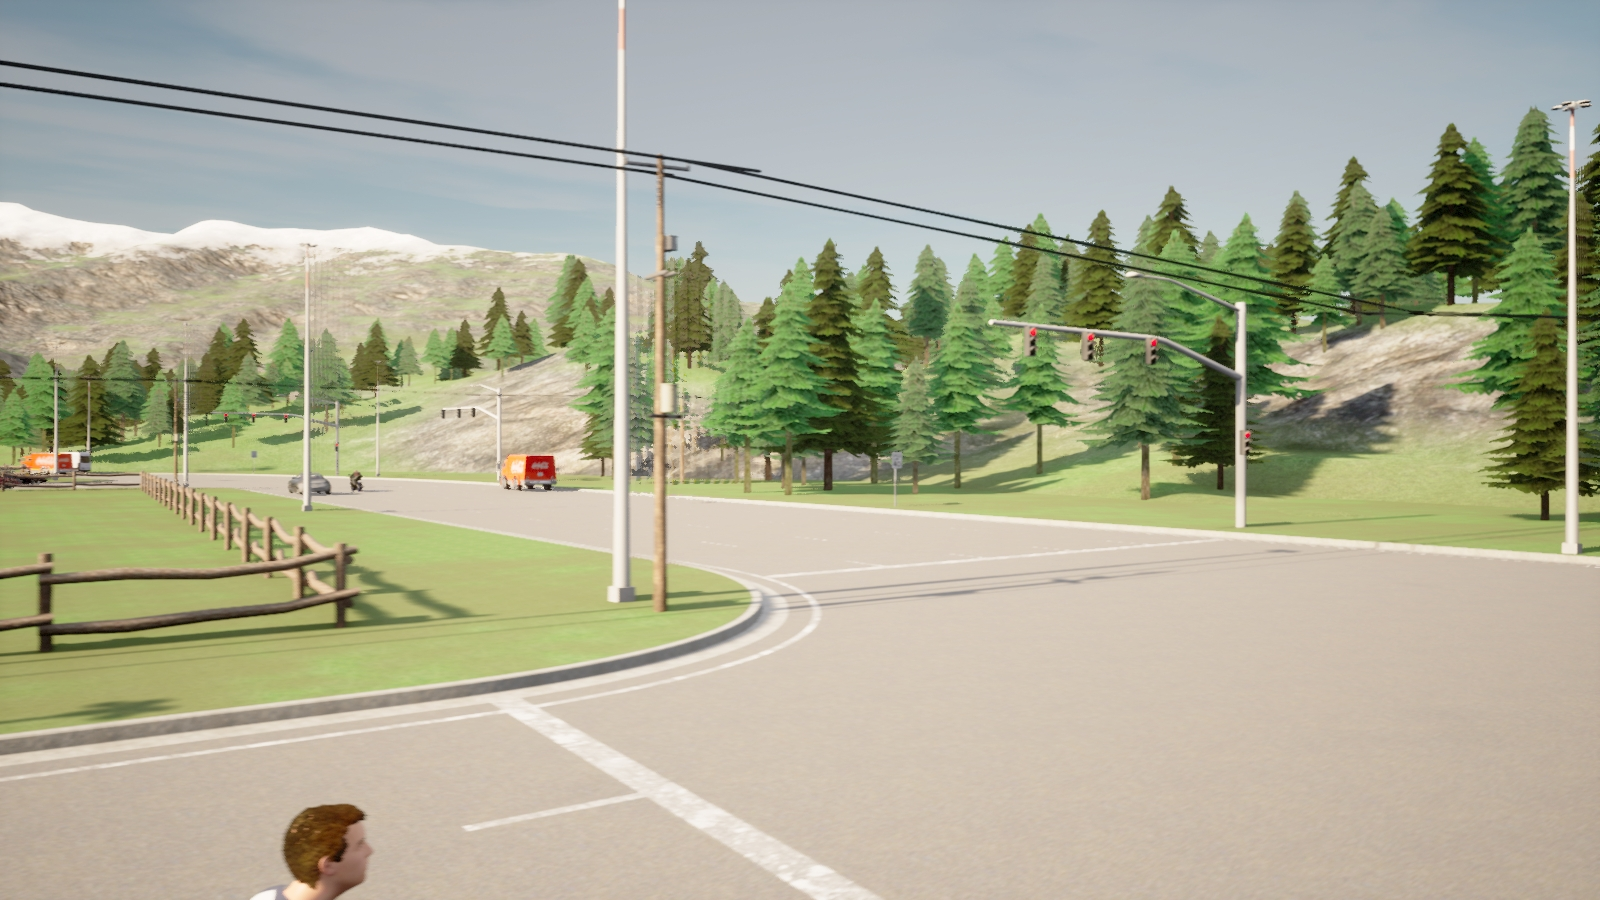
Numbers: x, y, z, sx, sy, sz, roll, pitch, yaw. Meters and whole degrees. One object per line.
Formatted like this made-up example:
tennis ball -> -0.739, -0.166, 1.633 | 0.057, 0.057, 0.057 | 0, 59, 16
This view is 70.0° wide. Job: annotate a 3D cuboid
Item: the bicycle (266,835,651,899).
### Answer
bicycle -> -1.260, 2.057, 3.289 | 1.643, 1.496, 0.373 | 1, 0, -34
